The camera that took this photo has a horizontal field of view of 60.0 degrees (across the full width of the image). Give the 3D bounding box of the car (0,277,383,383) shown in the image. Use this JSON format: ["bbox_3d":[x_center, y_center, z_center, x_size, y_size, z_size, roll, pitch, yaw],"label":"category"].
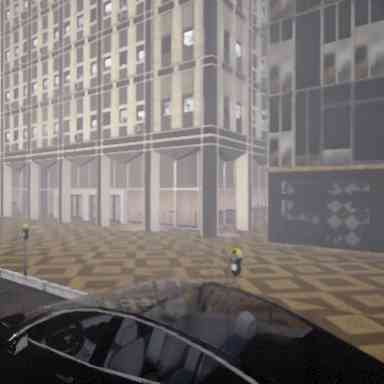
[{"bbox_3d":[-0.472,1.552,3.214,4.313,1.339,1.947,0,0,35],"label":"car"}]
